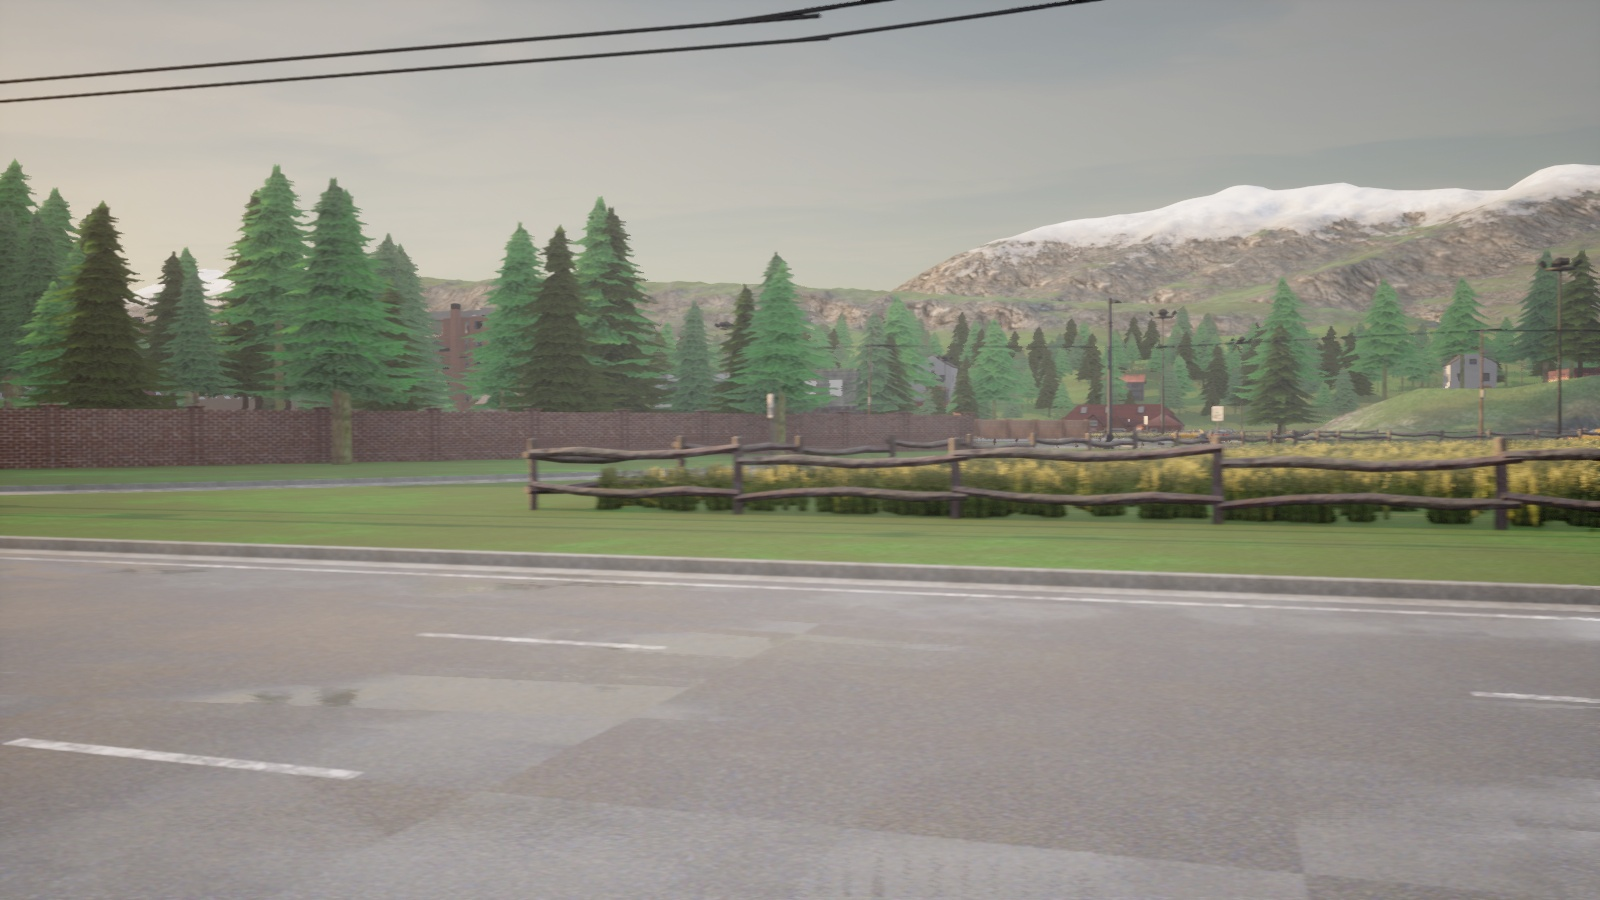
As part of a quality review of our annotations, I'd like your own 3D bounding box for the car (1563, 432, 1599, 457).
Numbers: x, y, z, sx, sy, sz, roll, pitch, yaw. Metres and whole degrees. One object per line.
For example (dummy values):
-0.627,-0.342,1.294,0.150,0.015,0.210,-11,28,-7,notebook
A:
53.842,-0.363,83.138,5.366,1.575,1.801,1,1,18,car
